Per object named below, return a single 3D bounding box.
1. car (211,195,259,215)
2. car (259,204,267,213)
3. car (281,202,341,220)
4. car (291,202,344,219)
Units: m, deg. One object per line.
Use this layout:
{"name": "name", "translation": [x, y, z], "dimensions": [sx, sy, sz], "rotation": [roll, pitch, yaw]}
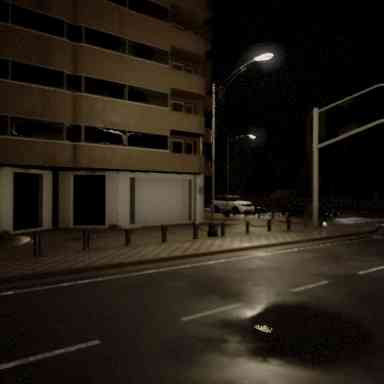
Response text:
{"name": "car", "translation": [4.503, 1.421, 37.784], "dimensions": [2.150, 2.045, 5.566], "rotation": [0, 0, -36]}
{"name": "car", "translation": [6.920, 1.724, 40.412], "dimensions": [1.837, 1.490, 4.892], "rotation": [0, 0, -36]}
{"name": "car", "translation": [10.274, 1.704, 29.794], "dimensions": [1.837, 1.490, 4.892], "rotation": [0, 0, -36]}
{"name": "car", "translation": [12.335, 1.745, 32.951], "dimensions": [1.812, 1.442, 4.674], "rotation": [0, 0, -36]}
